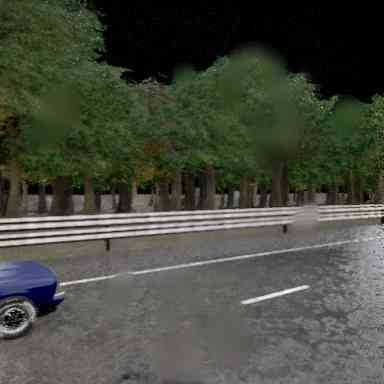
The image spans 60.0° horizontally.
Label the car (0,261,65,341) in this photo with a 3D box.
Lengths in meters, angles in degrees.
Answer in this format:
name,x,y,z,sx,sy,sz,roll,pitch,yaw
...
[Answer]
name,x,y,z,sx,sy,sz,roll,pitch,yaw
car,-4.446,1.594,4.846,4.718,1.301,1.895,0,0,-36
